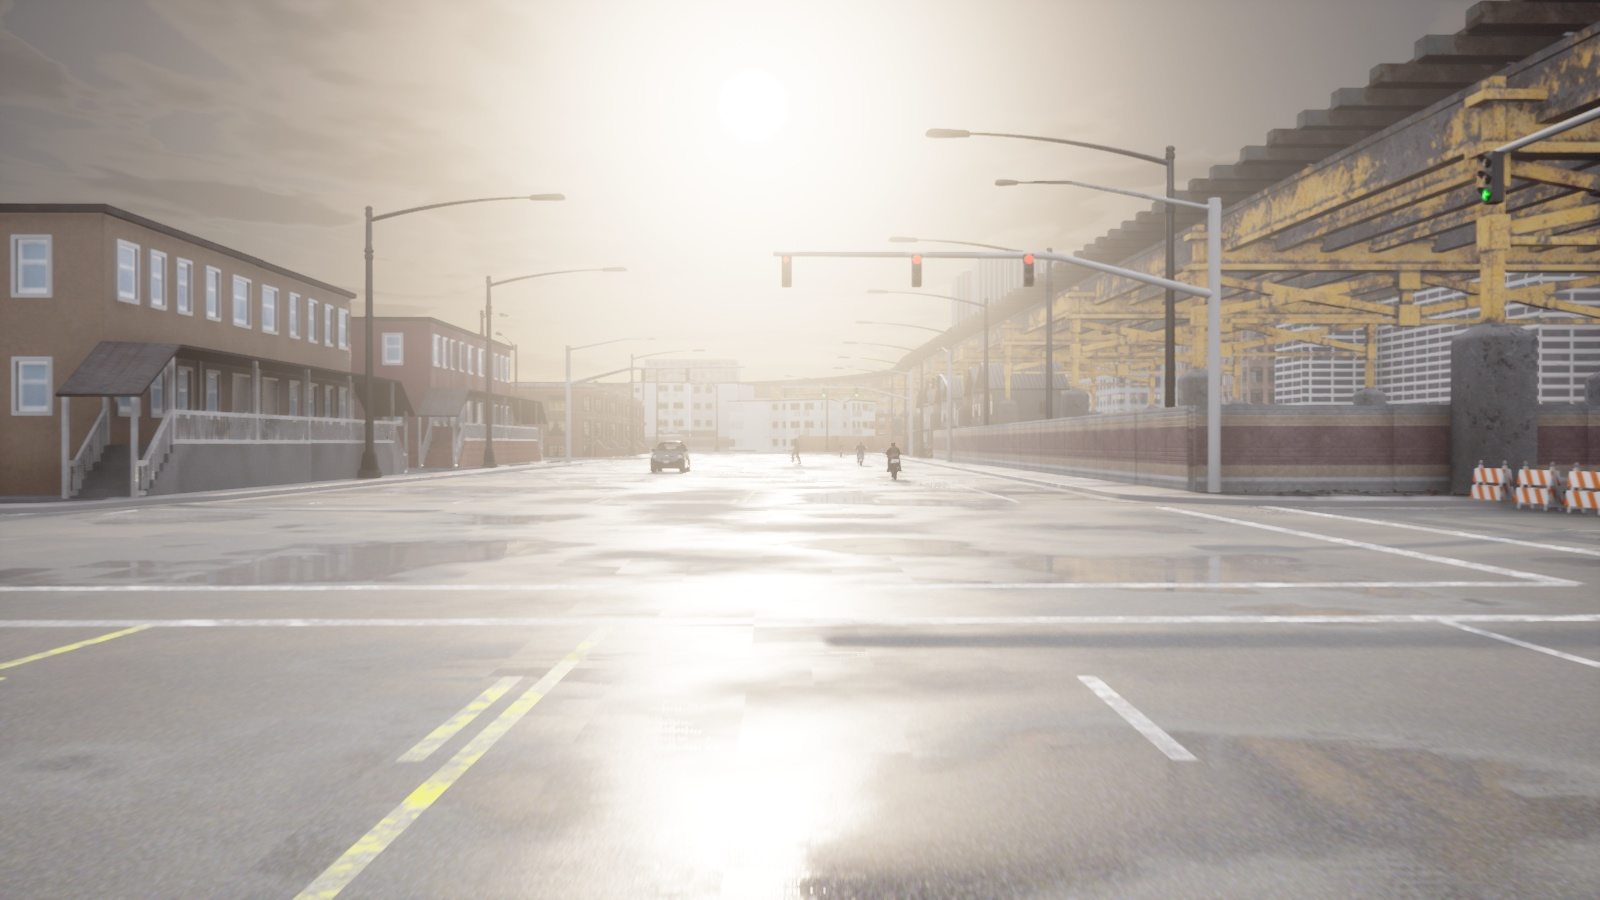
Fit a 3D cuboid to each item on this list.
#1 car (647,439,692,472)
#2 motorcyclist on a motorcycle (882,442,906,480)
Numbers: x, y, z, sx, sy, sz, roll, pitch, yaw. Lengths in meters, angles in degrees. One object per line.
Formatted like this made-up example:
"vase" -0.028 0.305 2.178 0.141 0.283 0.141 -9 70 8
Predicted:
"car" -6.614 0.279 64.015 1.851 1.617 3.988 0 0 0
"motorcyclist on a motorcycle" 3.811 0.444 51.037 0.797 1.523 2.044 0 0 0
